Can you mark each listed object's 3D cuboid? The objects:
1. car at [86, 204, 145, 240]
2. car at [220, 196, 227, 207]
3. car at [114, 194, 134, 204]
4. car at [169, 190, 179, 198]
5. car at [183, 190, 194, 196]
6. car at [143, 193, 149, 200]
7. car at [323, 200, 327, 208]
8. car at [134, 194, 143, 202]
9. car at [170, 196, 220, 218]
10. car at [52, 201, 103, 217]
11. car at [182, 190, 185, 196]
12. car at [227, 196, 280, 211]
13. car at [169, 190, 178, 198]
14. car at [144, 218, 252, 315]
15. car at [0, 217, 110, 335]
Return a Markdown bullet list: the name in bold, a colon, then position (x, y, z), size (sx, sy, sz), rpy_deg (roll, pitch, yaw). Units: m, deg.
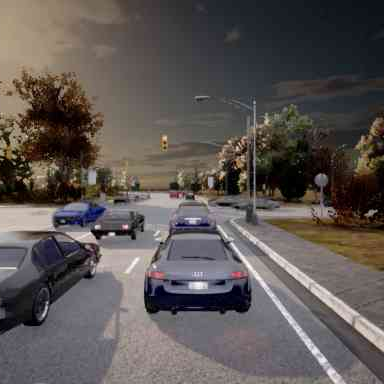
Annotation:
- **car**: position (-3.493, 1.520, 16.578), size (1.895, 1.301, 4.718), rpy_deg (0, 0, -1)
- **car**: position (4.249, 1.248, 40.250), size (4.902, 1.511, 2.128), rpy_deg (0, 0, -4)
- **car**: position (-10.840, 1.275, 52.060), size (1.895, 1.301, 4.718), rpy_deg (0, 0, 0)
- **car**: position (-4.329, 0.594, 82.857), size (2.150, 2.045, 5.566), rpy_deg (0, 1, -3)
- **car**: position (-0.462, 0.959, 73.775), size (1.882, 1.535, 5.008), rpy_deg (0, 1, -2)
- **car**: position (-10.913, 1.104, 71.119), size (1.895, 1.301, 4.718), rpy_deg (0, 1, -1)
- **car**: position (18.515, 1.229, 41.123), size (5.008, 1.535, 1.882), rpy_deg (0, 0, -4)
- **car**: position (-10.860, 1.097, 61.162), size (2.128, 1.511, 4.902), rpy_deg (0, 0, 0)
- **car**: position (0.028, 1.273, 16.259), size (2.097, 1.767, 4.553), rpy_deg (0, 0, 0)
- **car**: position (-7.135, 1.364, 21.294), size (1.882, 1.535, 5.008), rpy_deg (-1, 0, 4)
- **car**: position (-1.659, 0.447, 93.728), size (2.150, 2.045, 5.566), rpy_deg (0, 1, -7)
- **car**: position (6.945, 1.329, 36.662), size (5.357, 1.411, 2.033), rpy_deg (0, 0, -8)
- **car**: position (-5.170, 0.446, 93.598), size (2.150, 2.045, 5.566), rpy_deg (0, 1, -7)
- **car**: position (0.074, 1.542, 7.625), size (1.994, 1.385, 4.181), rpy_deg (0, 0, -1)
- **car**: position (-3.423, 1.529, 6.933), size (2.033, 1.411, 5.357), rpy_deg (0, 0, -1)
